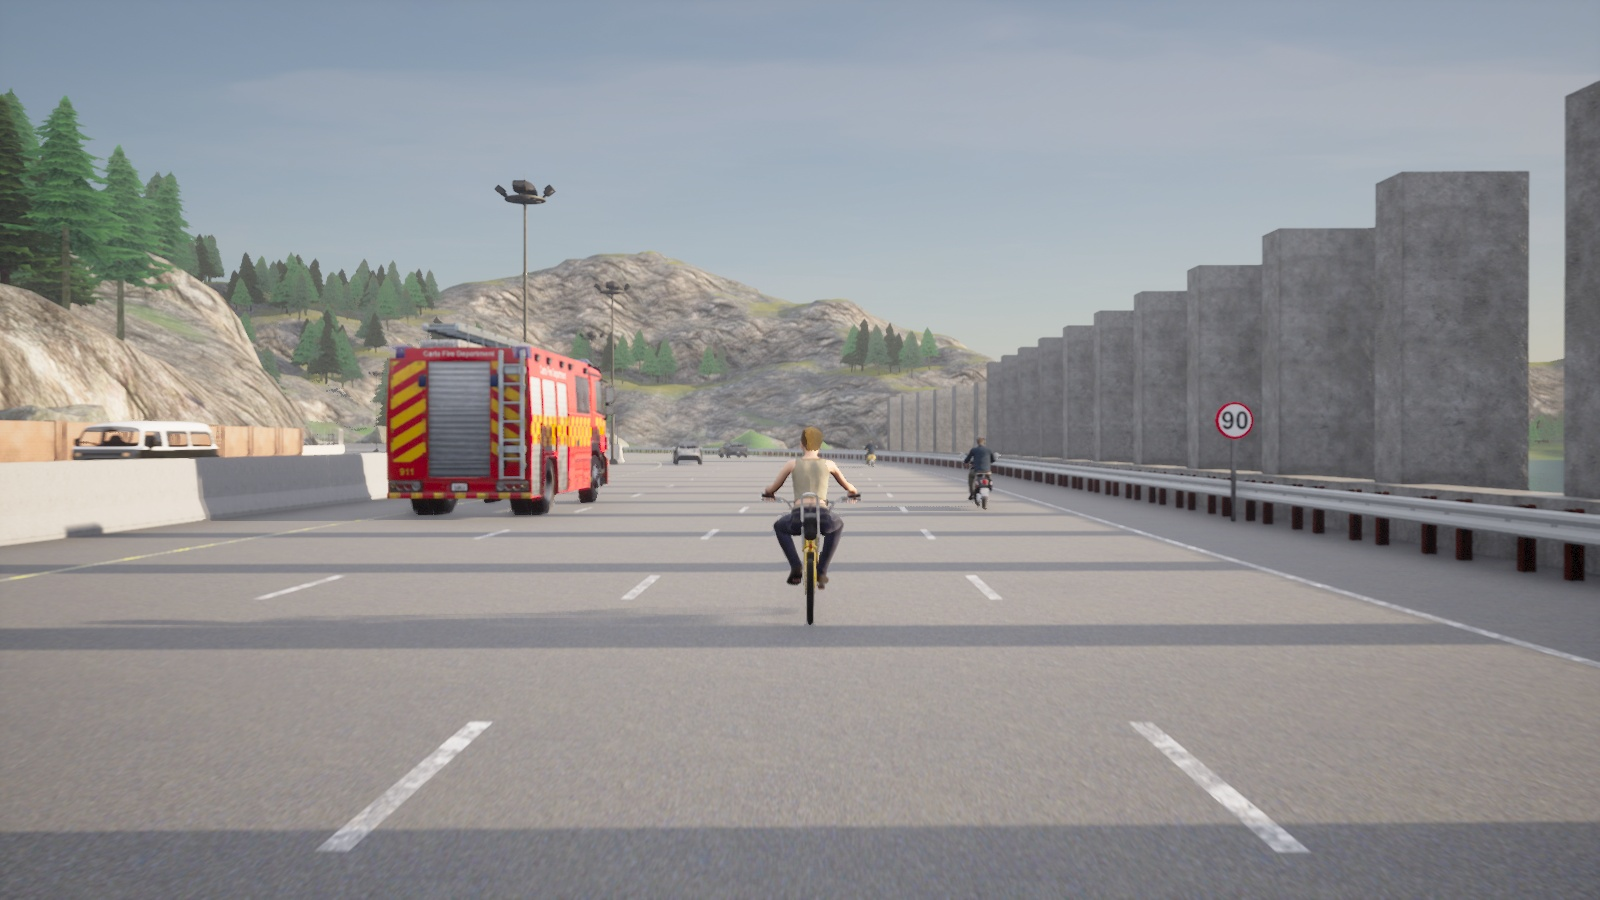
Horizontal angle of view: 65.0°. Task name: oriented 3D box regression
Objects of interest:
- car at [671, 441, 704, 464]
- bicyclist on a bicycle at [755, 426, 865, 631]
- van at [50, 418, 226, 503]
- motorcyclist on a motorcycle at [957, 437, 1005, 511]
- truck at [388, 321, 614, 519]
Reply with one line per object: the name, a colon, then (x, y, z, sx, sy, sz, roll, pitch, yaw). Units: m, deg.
car: (-7.437, 0.144, 82.806, 2.007, 1.525, 4.514, 0, 0, -7)
bicyclist on a bicycle: (0.093, 0.613, 10.621, 0.866, 1.612, 1.509, 0, 0, 1)
van: (-16.844, 0.247, 32.257, 2.069, 2.038, 4.480, 0, 0, 2)
motorcyclist on a motorcycle: (4.045, 0.518, 28.256, 0.866, 1.590, 1.817, 0, 0, 2)
truck: (-6.448, -0.611, 28.641, 2.891, 3.827, 8.468, 0, 0, 2)
